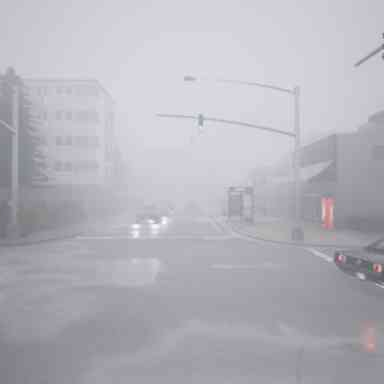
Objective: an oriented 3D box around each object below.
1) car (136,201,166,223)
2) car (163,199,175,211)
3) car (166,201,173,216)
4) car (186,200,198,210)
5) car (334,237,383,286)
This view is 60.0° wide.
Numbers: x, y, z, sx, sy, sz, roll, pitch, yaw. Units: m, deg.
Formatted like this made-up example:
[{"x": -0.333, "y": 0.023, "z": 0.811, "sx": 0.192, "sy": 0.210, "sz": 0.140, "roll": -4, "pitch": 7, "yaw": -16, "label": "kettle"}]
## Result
[{"x": -3.606, "y": 1.778, "z": 28.610, "sx": 1.837, "sy": 1.490, "sz": 4.892, "roll": 0, "pitch": 0, "yaw": 0, "label": "car"}, {"x": -3.561, "y": 1.809, "z": 48.045, "sx": 2.097, "sy": 1.767, "sz": 4.553, "roll": 0, "pitch": -1, "yaw": 1, "label": "car"}, {"x": -3.600, "y": 1.962, "z": 37.874, "sx": 1.895, "sy": 1.301, "sz": 4.718, "roll": 0, "pitch": -1, "yaw": 0, "label": "car"}, {"x": -0.011, "y": 1.975, "z": 50.859, "sx": 2.128, "sy": 1.511, "sz": 4.902, "roll": 0, "pitch": -1, "yaw": 0, "label": "car"}, {"x": 6.382, "y": 1.849, "z": 8.900, "sx": 4.718, "sy": 1.301, "sz": 1.895, "roll": 1, "pitch": -1, "yaw": -15, "label": "car"}]
